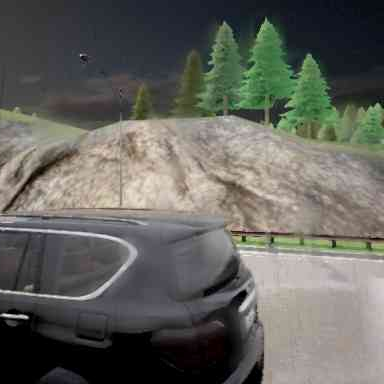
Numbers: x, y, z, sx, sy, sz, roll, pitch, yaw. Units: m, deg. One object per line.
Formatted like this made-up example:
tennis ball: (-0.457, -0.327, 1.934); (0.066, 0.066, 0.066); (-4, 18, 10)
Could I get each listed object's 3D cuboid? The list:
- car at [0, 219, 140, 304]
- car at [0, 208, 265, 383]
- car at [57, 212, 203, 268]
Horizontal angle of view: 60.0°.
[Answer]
car: (-4.204, 1.547, 8.541); (5.357, 1.411, 2.033); (0, 0, 19)
car: (-1.982, 1.221, 3.944); (5.566, 2.045, 2.150); (0, 0, 21)
car: (-2.139, 1.525, 11.450); (4.674, 1.442, 1.812); (0, 0, 20)
